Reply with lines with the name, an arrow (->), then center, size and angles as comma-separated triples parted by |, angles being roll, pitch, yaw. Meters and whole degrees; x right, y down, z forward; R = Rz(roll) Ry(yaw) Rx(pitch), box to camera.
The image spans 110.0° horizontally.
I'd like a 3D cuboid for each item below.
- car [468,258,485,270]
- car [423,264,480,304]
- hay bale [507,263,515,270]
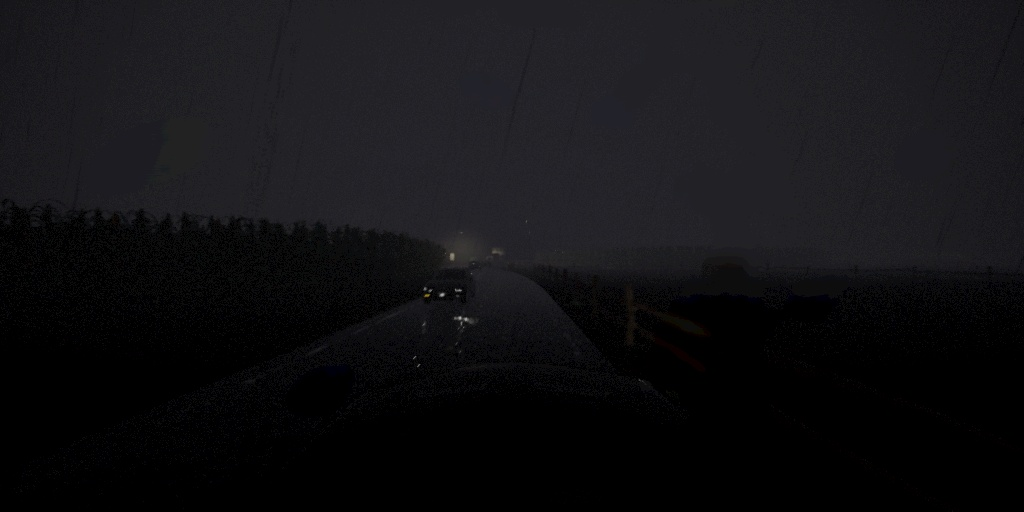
car -> -6.045, 1.522, 59.334 | 1.837, 1.490, 4.892 | 1, 0, -10
car -> -2.764, 1.310, 16.673 | 1.837, 1.490, 4.892 | 1, 0, 0
hay bale -> -0.139, 1.732, 59.943 | 1.220, 1.180, 1.240 | 0, 0, -10
